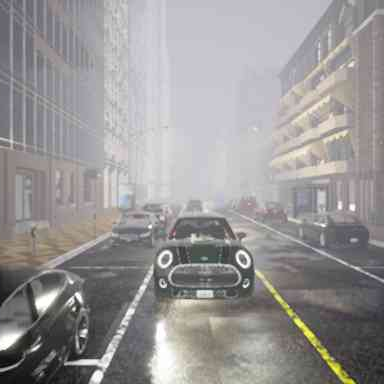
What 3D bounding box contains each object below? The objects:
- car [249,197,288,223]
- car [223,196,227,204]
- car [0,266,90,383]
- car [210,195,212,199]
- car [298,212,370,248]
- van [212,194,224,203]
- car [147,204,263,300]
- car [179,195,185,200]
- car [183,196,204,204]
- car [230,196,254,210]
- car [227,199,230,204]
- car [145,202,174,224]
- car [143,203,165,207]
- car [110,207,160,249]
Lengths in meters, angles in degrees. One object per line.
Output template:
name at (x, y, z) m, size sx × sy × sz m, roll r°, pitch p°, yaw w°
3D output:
car at (5.996, 1.461, 25.850) m, size 1.967 × 1.590 × 4.097 m, roll 0°, pitch 0°, yaw 0°
car at (5.948, 1.626, 48.445) m, size 1.802 × 1.307 × 4.206 m, roll 0°, pitch 0°, yaw 0°
car at (-2.337, 1.568, 3.238) m, size 1.947 × 1.339 × 4.313 m, roll 0°, pitch 0°, yaw 0°
car at (5.889, 1.652, 76.687) m, size 1.947 × 1.339 × 4.313 m, roll 0°, pitch 0°, yaw 0°
car at (6.020, 1.561, 14.554) m, size 2.008 × 1.369 × 4.403 m, roll 0°, pitch 0°, yaw 0°
van at (5.900, 1.418, 71.039) m, size 1.690 × 1.788 × 3.998 m, roll 0°, pitch 0°, yaw 0°
car at (0.243, 1.358, 8.593) m, size 2.097 × 1.767 × 4.553 m, roll 0°, pitch 0°, yaw 0°
car at (-2.528, 1.554, 93.616) m, size 1.967 × 1.590 × 4.097 m, roll 0°, pitch 0°, yaw 0°
car at (0.281, 1.509, 36.926) m, size 1.882 × 1.535 × 5.008 m, roll 0°, pitch 0°, yaw 0°
car at (5.972, 1.347, 37.148) m, size 2.192 × 1.841 × 5.009 m, roll 0°, pitch 0°, yaw 0°
car at (5.960, 1.620, 42.796) m, size 1.802 × 1.307 × 4.206 m, roll 0°, pitch 0°, yaw 0°
car at (-2.384, 1.546, 25.662) m, size 1.752 × 1.417 × 4.829 m, roll 0°, pitch 0°, yaw 0°
car at (-2.373, 1.455, 20.185) m, size 1.967 × 1.590 × 4.097 m, roll 0°, pitch 0°, yaw 0°
car at (-2.360, 1.561, 14.535) m, size 2.008 × 1.369 × 4.403 m, roll 0°, pitch 0°, yaw 0°
